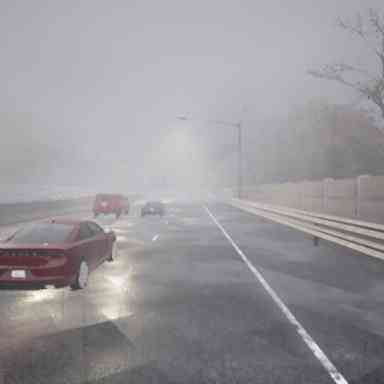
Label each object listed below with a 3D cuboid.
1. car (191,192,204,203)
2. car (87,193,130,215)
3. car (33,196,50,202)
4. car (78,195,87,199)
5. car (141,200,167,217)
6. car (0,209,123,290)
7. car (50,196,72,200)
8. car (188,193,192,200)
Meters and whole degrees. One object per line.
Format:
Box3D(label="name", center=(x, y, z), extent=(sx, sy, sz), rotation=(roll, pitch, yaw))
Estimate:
Box3D(label="car", center=(1.240, 1.246, 61.712), extent=(1.801, 1.575, 5.366), rotation=(0, 0, 0))
Box3D(label="car", center=(-6.893, 1.113, 28.763), extent=(2.150, 2.045, 5.566), rotation=(0, 0, 0))
Box3D(label="car", center=(-24.526, 1.368, 54.961), extent=(1.994, 1.385, 4.181), rotation=(0, 0, 1))
Box3D(label="car", center=(-17.530, 1.308, 54.973), extent=(1.837, 1.490, 4.892), rotation=(0, 0, 1))
Box3D(label="car", center=(-3.393, 1.451, 30.186), extent=(1.994, 1.385, 4.181), rotation=(0, 0, 0))
Box3D(label="car", center=(-3.398, 1.440, 8.982), extent=(1.882, 1.535, 5.008), rotation=(0, 0, 0))
Box3D(label="car", center=(-21.030, 1.368, 54.768), extent=(1.994, 1.385, 4.181), rotation=(0, 0, 1))
Box3D(label="car", center=(0.019, 1.337, 80.322), extent=(1.895, 1.301, 4.718), rotation=(0, 0, 0))
